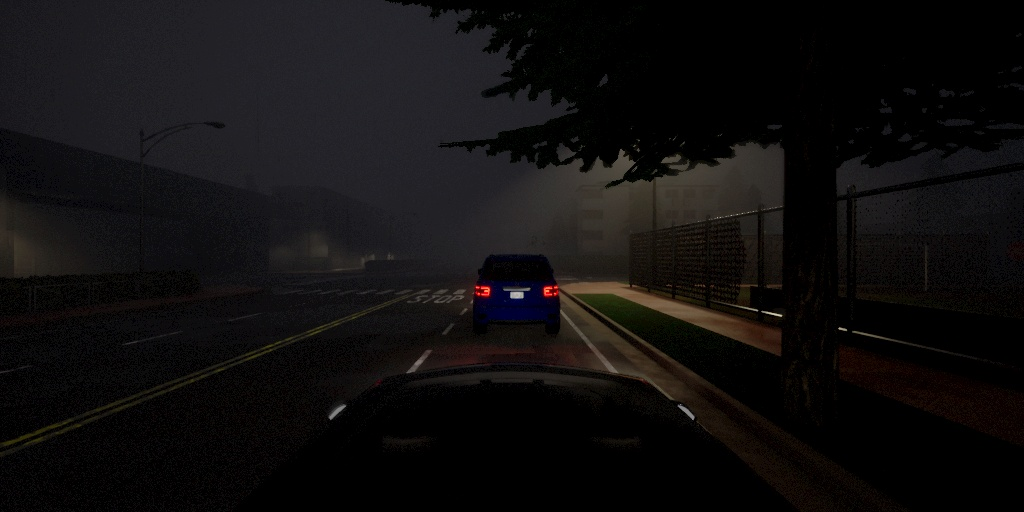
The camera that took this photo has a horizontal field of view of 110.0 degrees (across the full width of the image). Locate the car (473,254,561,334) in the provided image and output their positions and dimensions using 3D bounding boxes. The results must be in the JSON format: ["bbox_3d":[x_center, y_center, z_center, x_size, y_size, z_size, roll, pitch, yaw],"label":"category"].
[{"bbox_3d":[0.115,0.971,10.727,2.150,2.045,5.566,0,0,0],"label":"car"}]

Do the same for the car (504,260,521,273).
[{"bbox_3d":[0.025,1.241,45.602,2.128,1.511,4.902,0,0,0],"label":"car"}]
